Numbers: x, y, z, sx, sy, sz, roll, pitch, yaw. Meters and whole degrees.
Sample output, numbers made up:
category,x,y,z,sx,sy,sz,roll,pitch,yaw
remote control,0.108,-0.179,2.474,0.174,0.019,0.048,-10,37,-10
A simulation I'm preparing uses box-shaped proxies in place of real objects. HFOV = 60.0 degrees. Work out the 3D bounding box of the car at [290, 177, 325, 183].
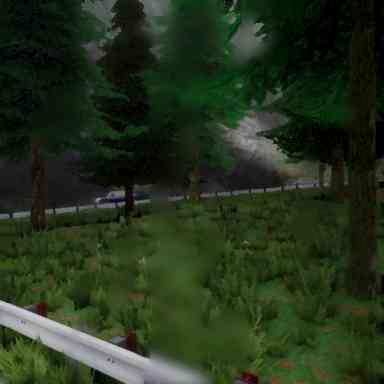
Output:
category,x,y,z,sx,sy,sz,roll,pitch,yaw
car,12.461,-0.841,37.361,4.902,1.511,2.128,-4,-1,9

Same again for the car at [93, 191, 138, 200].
category,x,y,z,sx,sy,sz,roll,pitch,yaw
car,-7.580,0.583,32.816,4.553,1.767,2.097,-5,2,-29
